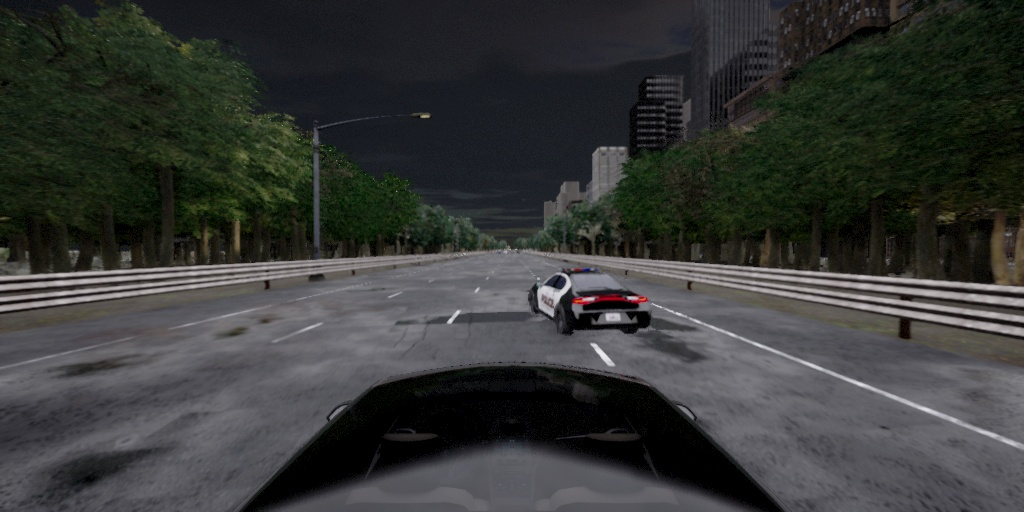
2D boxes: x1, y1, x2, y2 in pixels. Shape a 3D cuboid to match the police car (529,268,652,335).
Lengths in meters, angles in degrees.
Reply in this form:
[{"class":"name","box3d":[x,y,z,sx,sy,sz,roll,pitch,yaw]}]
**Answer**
[{"class":"police car","box3d":[1.816,1.125,10.175,2.038,1.542,4.974,0,1,-9]}]
